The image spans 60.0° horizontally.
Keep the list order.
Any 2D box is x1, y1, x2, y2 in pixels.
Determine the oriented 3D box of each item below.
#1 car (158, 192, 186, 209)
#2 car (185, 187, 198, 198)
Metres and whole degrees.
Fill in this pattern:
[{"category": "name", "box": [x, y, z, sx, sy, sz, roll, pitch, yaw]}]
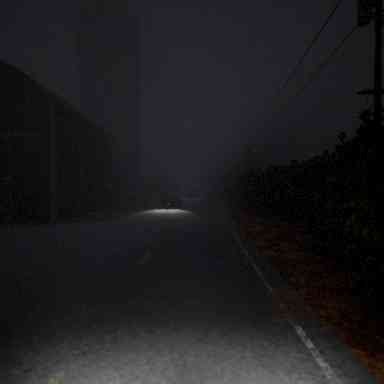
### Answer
[{"category": "car", "box": [-1.987, 0.879, 31.677, 1.994, 1.385, 4.181, 0, 1, 4]}, {"category": "car", "box": [-0.106, 0.034, 56.477, 2.097, 1.767, 4.553, 0, 1, 1]}]
